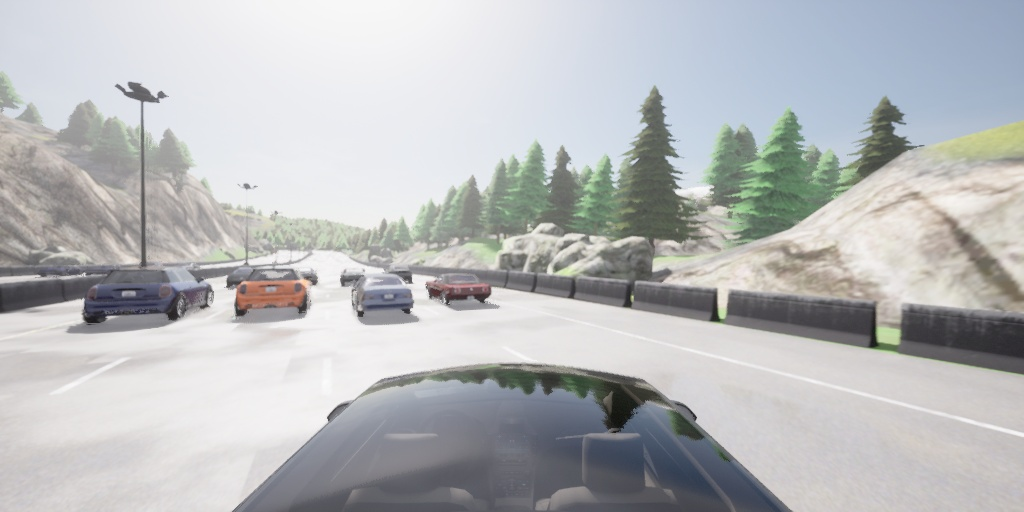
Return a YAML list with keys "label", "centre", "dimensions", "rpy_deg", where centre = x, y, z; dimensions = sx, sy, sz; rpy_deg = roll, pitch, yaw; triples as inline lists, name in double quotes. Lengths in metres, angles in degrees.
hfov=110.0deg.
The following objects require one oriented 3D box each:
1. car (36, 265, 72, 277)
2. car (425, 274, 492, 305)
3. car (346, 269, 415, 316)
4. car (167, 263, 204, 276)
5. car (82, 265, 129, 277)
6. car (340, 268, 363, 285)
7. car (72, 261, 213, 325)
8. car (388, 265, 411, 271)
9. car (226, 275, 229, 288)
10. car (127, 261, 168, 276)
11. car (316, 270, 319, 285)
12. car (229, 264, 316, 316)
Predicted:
- label: "car"
  centre: [-49.876, 1.654, 39.776]
  dimensions: [1.895, 1.301, 4.718]
  rpy_deg: [0, -1, -26]
- label: "car"
  centre: [-2.684, 1.467, 16.844]
  dimensions: [1.895, 1.301, 4.718]
  rpy_deg: [0, -1, -27]
- label: "car"
  centre: [-5.115, 1.378, 13.876]
  dimensions: [2.033, 1.411, 5.357]
  rpy_deg: [0, -1, -27]
- label: "car"
  centre: [-40.688, 1.613, 44.837]
  dimensions: [2.128, 1.511, 4.902]
  rpy_deg: [0, -1, -27]
- label: "car"
  centre: [-46.797, 1.677, 41.426]
  dimensions: [1.895, 1.301, 4.718]
  rpy_deg: [0, -1, -27]
- label: "car"
  centre: [-12.637, 1.584, 28.627]
  dimensions: [1.895, 1.301, 4.718]
  rpy_deg: [0, -1, -27]
- label: "car"
  centre: [-12.222, 1.155, 12.452]
  dimensions: [2.097, 1.767, 4.553]
  rpy_deg: [0, -1, -27]
- label: "car"
  centre: [-9.803, 1.518, 30.789]
  dimensions: [1.837, 1.490, 4.892]
  rpy_deg: [0, 0, -27]
- label: "car"
  centre: [-19.302, 1.513, 26.312]
  dimensions: [1.994, 1.385, 4.181]
  rpy_deg: [0, -1, -26]
- label: "car"
  centre: [-43.782, 1.453, 43.208]
  dimensions: [2.097, 1.767, 4.553]
  rpy_deg: [0, -1, -27]
- label: "car"
  centre: [-16.176, 1.535, 27.886]
  dimensions: [1.994, 1.385, 4.181]
  rpy_deg: [0, -1, -26]
- label: "car"
  centre: [-9.104, 1.177, 14.040]
  dimensions: [2.097, 1.767, 4.553]
  rpy_deg: [0, -1, -27]
